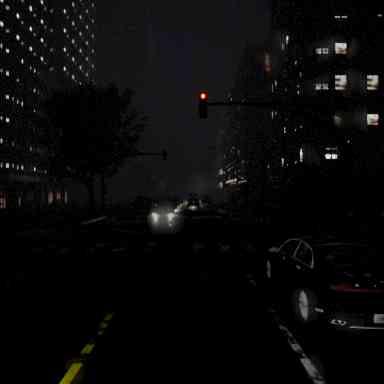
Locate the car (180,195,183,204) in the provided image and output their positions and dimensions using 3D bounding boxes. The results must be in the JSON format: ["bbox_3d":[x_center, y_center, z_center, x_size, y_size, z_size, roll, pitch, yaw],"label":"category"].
[{"bbox_3d":[-3.007,1.539,55.402,1.812,1.442,4.674,0,0,1],"label":"car"}]

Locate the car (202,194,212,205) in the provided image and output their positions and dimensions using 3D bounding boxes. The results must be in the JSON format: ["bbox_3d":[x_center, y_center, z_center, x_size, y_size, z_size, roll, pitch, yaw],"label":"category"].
[{"bbox_3d":[2.785,1.584,61.347,1.947,1.339,4.313,0,0,0],"label":"car"}]

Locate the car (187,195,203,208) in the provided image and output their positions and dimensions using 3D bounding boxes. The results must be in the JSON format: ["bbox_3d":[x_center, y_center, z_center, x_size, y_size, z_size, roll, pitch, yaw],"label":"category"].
[{"bbox_3d":[0.178,1.556,49.186,2.033,1.411,5.357,0,0,1],"label":"car"}]

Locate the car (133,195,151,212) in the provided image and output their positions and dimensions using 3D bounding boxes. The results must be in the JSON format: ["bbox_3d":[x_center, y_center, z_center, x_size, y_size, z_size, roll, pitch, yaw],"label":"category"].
[{"bbox_3d":[-5.631,1.319,39.269,2.192,1.841,5.009,0,0,0],"label":"car"}]

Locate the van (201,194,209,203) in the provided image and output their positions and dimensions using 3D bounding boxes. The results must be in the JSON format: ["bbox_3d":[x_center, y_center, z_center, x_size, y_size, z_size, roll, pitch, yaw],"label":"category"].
[{"bbox_3d":[2.802,1.370,72.394,1.690,1.788,3.998,0,0,0],"label":"van"}]

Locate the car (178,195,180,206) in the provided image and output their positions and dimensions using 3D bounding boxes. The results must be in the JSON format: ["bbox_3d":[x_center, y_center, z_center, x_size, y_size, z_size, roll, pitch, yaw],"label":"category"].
[{"bbox_3d":[-3.023,1.485,46.093,1.882,1.535,5.008,0,0,0],"label":"car"}]

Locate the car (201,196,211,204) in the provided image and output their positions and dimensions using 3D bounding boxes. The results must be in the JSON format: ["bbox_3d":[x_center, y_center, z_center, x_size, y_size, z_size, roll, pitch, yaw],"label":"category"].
[{"bbox_3d":[2.794,1.548,67.040,1.752,1.417,4.829,0,0,0],"label":"car"}]

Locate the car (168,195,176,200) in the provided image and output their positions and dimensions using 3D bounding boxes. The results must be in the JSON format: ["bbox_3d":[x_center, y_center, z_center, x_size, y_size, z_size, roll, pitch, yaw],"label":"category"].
[{"bbox_3d":[-5.545,1.613,94.498,2.008,1.369,4.403,0,0,0],"label":"car"}]

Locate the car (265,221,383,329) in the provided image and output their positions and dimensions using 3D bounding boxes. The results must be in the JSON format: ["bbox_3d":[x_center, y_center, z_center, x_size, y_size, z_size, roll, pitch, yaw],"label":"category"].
[{"bbox_3d":[2.700,1.548,6.868,2.008,1.369,4.403,0,0,0],"label":"car"}]

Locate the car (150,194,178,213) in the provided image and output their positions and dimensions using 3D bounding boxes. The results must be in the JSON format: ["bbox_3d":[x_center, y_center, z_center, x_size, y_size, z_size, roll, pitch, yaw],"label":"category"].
[{"bbox_3d":[-3.042,1.355,37.003,2.097,1.767,4.553,0,0,0],"label":"car"}]

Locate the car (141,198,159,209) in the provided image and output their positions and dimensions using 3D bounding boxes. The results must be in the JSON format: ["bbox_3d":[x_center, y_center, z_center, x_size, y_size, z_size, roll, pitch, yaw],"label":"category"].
[{"bbox_3d":[-5.622,1.573,44.792,1.947,1.339,4.313,0,0,0],"label":"car"}]

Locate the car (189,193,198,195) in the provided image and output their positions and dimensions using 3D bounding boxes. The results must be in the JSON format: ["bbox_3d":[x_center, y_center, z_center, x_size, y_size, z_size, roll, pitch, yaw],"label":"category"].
[{"bbox_3d":[0.168,1.252,71.091,2.150,2.045,5.566,0,0,0],"label":"car"}]

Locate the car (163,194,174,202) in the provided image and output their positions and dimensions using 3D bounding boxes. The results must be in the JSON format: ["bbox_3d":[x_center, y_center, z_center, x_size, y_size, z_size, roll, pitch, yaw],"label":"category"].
[{"bbox_3d":[-5.571,1.352,77.929,2.192,1.841,5.009,0,0,0],"label":"car"}]

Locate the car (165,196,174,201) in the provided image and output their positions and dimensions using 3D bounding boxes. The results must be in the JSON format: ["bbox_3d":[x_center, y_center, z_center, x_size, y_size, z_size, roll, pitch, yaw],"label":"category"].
[{"bbox_3d":[-5.562,1.595,83.452,2.008,1.369,4.403,0,0,0],"label":"car"}]

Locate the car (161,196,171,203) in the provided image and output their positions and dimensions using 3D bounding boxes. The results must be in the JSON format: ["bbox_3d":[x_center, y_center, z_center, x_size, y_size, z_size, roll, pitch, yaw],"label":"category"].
[{"bbox_3d":[-5.579,1.595,72.407,1.947,1.339,4.313,0,0,0],"label":"car"}]

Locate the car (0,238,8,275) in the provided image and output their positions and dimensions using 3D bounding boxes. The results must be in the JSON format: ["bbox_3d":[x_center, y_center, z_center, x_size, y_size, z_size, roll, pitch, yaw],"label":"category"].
[{"bbox_3d":[-5.680,1.542,6.881,1.887,1.381,4.507,0,0,0],"label":"car"}]

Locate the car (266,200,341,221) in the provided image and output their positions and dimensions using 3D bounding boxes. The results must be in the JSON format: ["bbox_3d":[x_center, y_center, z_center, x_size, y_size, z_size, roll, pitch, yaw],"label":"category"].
[{"bbox_3d":[7.876,1.391,24.147,4.892,1.490,1.837,-1,0,7],"label":"car"}]

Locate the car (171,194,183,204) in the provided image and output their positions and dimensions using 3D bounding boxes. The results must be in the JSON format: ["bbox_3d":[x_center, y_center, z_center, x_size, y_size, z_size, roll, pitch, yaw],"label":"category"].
[{"bbox_3d":[-2.938,1.374,65.333,2.097,1.767,4.553,0,0,1],"label":"car"}]

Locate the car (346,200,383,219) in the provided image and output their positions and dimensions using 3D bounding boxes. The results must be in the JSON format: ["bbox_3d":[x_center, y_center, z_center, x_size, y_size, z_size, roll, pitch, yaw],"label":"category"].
[{"bbox_3d":[13.467,1.338,26.257,4.403,1.369,2.008,-1,1,0],"label":"car"}]
